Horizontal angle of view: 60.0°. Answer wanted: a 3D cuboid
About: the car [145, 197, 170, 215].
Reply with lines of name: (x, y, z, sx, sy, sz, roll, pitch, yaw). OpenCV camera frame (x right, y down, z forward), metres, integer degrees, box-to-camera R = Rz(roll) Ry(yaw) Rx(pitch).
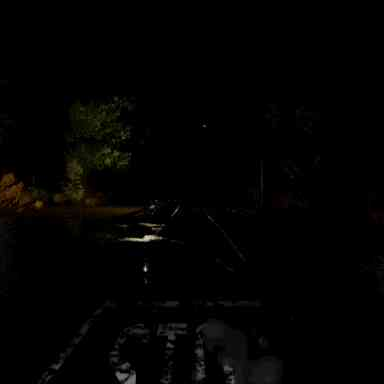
car: (-3.658, 1.569, 34.535, 1.837, 1.490, 4.892, 0, 0, 0)

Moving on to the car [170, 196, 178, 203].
car: (-4.056, 1.607, 71.013, 1.882, 1.535, 5.008, 0, 0, -1)
